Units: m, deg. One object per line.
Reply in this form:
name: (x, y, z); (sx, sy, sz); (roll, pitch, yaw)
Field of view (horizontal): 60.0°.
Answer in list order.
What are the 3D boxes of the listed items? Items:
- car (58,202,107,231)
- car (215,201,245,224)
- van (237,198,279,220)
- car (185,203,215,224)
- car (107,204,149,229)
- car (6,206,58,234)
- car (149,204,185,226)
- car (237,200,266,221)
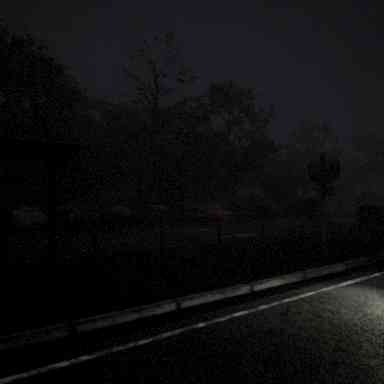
car: (-7.514, 1.444, 21.407); (2.185, 1.767, 4.553); (1, 0, -36)
car: (1.631, 1.692, 27.698); (1.946, 1.575, 5.366); (1, 0, -36)
van: (6.104, 1.534, 30.990); (1.878, 1.987, 4.442); (1, 0, -36)
car: (-0.749, 1.693, 26.255); (2.163, 1.488, 4.792); (1, 0, -36)
car: (-5.244, 1.600, 23.003); (2.097, 1.535, 5.008); (1, 0, -36)
car: (-9.751, 1.578, 19.761); (2.002, 1.452, 4.674); (1, 0, -36)
car: (-2.982, 1.633, 24.610); (2.231, 1.521, 4.892); (1, 0, -36)
car: (3.762, 1.757, 29.491); (2.163, 1.488, 4.792); (1, 0, -36)
